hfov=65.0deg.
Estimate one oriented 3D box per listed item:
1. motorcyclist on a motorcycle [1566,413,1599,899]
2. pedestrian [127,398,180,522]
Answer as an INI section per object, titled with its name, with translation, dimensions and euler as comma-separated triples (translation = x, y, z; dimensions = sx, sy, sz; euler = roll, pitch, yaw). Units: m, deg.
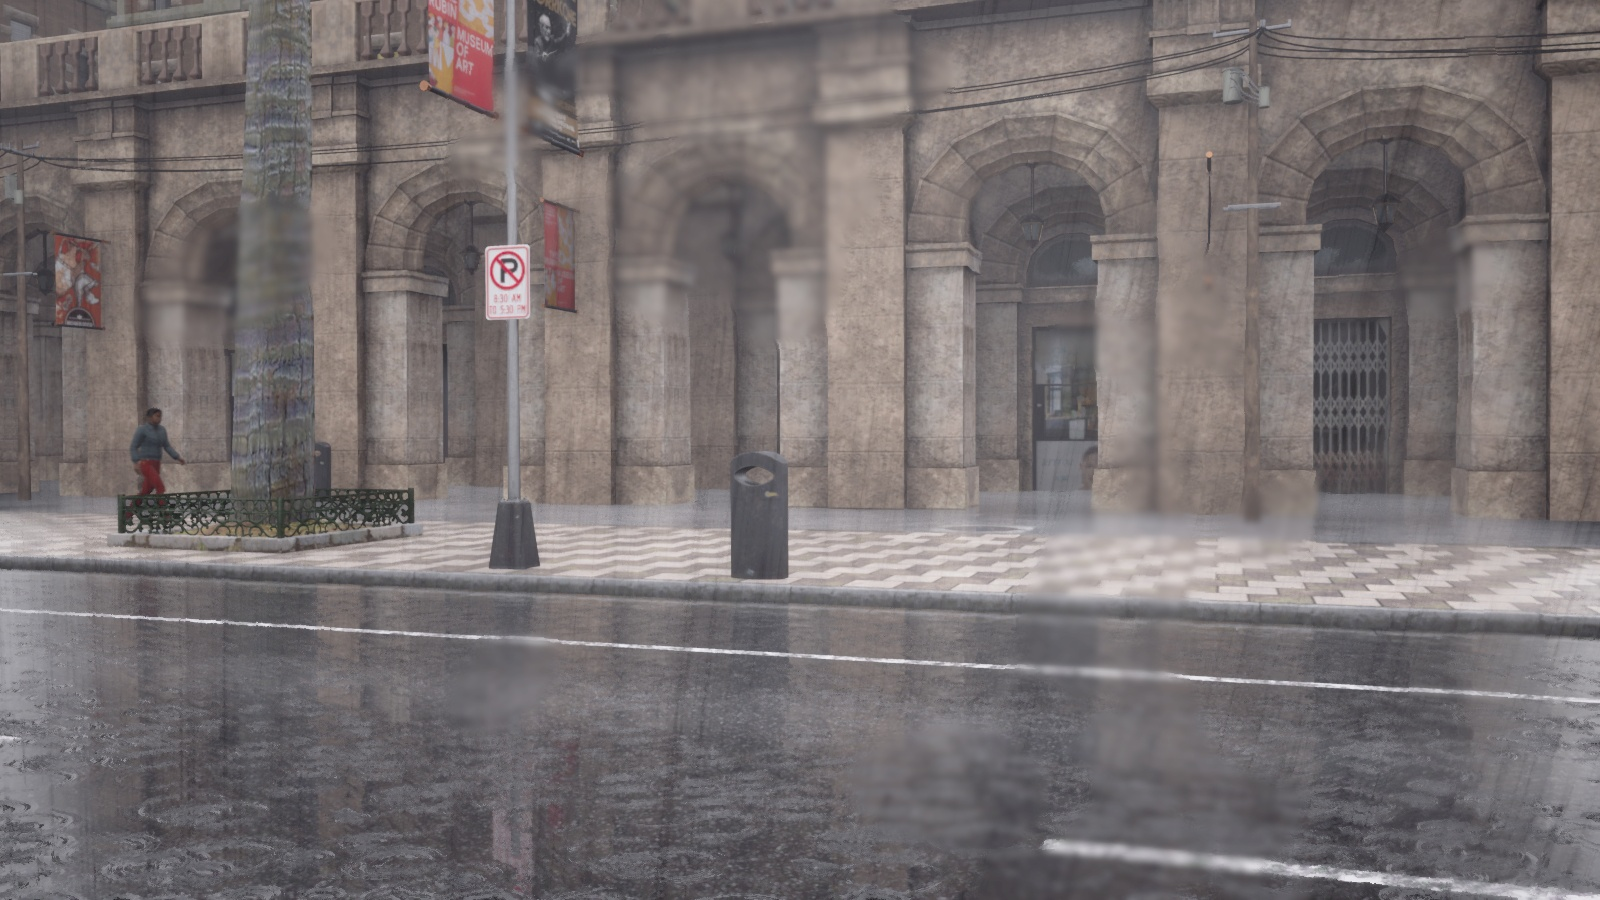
[motorcyclist on a motorcycle]
translation = 2.815, 0.752, 2.245
dimensions = 2.350, 1.649, 0.766
euler = 0, 1, 19
[pedestrian]
translation = -9.759, 0.143, 18.962
dimensions = 0.614, 1.847, 0.353
euler = 0, 1, 15
